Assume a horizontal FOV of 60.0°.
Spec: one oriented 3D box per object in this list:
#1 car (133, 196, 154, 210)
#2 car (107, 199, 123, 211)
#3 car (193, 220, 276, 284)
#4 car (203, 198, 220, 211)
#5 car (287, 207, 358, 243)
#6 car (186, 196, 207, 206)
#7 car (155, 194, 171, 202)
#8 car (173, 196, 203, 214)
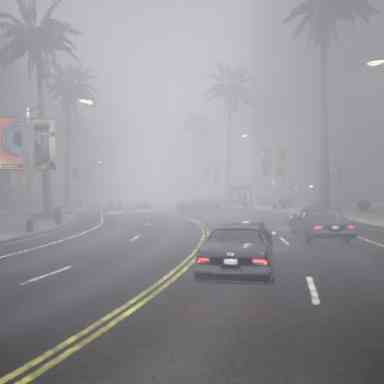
[{"bbox_3d":[-6.753,1.658,44.728,1.994,1.385,4.181,-1,0,-15],"label":"car"},{"bbox_3d":[-10.525,1.700,45.293,2.128,1.511,4.902,-1,0,-16],"label":"car"},{"bbox_3d":[1.380,1.508,9.509,2.033,1.411,5.357,-1,0,13],"label":"car"},{"bbox_3d":[1.811,1.465,40.445,2.033,1.411,5.357,-1,0,-15],"label":"car"},{"bbox_3d":[5.738,1.410,15.318,2.033,1.411,5.357,-1,0,5],"label":"car"},{"bbox_3d":[0.654,1.407,55.796,2.231,1.521,4.892,-1,0,-16],"label":"car"},{"bbox_3d":[-7.202,1.415,84.101,2.185,1.767,4.553,-1,0,-16],"label":"car"},{"bbox_3d":[-0.624,1.500,35.917,1.812,1.442,4.674,-1,0,-15],"label":"car"}]
